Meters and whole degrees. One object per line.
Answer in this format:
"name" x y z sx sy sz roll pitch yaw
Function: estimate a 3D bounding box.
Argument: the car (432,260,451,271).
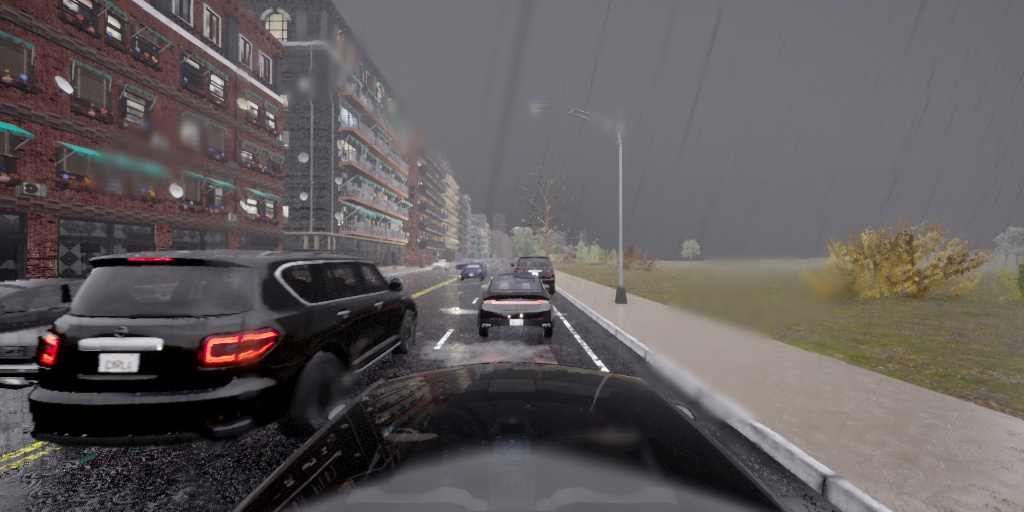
"car" -9.894 1.276 50.205 1.812 1.442 4.674 0 0 0

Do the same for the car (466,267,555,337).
"car" 0.092 1.243 10.292 2.128 1.511 4.902 0 0 0

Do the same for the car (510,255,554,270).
"car" 1.120 0.977 20.162 2.150 2.045 5.566 0 0 0

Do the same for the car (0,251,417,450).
"car" -3.155 0.969 5.560 2.150 2.045 5.566 0 0 0

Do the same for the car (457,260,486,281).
"car" -3.178 1.277 30.320 1.812 1.442 4.674 0 0 0

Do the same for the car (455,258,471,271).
"car" -6.643 1.102 50.371 2.097 1.767 4.553 0 0 0
